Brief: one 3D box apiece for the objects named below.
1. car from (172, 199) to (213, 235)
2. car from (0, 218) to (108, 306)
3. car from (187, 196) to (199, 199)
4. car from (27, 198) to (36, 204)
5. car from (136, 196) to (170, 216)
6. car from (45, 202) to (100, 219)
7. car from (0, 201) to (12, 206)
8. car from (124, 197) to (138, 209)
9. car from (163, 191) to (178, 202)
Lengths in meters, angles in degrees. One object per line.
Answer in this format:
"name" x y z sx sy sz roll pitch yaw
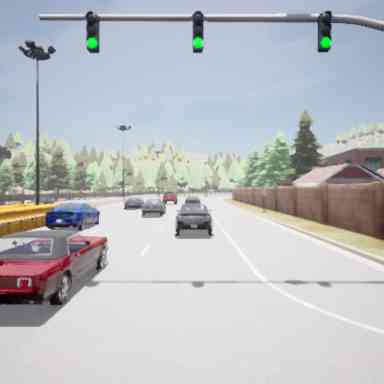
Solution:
"car" 0.098 1.380 18.022 2.128 1.511 4.902 0 0 0
"car" -3.401 1.552 7.856 1.895 1.301 4.718 0 0 0
"car" 0.093 1.232 39.869 1.882 1.535 5.008 0 0 0
"car" -17.507 1.287 38.847 1.812 1.442 4.674 0 0 0
"car" -3.405 1.361 30.285 2.033 1.411 5.357 0 0 0
"car" -6.903 1.356 19.757 1.882 1.535 5.008 0 0 0
"car" -17.505 1.372 28.523 2.033 1.411 5.357 0 0 0
"car" -6.906 1.316 40.276 1.994 1.385 4.181 0 0 0
"car" -3.441 0.898 53.091 2.150 2.045 5.566 0 1 0
